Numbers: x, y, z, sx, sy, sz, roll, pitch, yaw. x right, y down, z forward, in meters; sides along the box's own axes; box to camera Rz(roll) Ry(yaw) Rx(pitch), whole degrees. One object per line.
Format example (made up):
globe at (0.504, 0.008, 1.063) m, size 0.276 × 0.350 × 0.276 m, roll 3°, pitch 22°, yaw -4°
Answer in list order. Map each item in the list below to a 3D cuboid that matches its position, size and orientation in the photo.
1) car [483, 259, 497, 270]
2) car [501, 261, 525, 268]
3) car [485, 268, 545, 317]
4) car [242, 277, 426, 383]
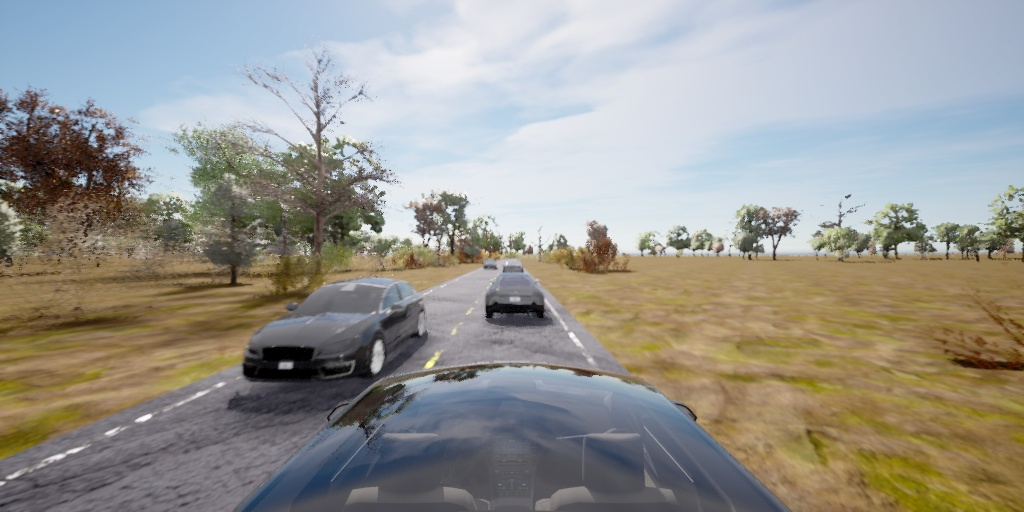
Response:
car at (-3.072, 1.178, 50.531) m, size 1.812 × 1.442 × 4.674 m, roll 0°, pitch 0°, yaw 0°
car at (0.097, 1.181, 32.047) m, size 2.128 × 1.511 × 4.902 m, roll 0°, pitch 0°, yaw 0°
car at (0.094, 1.292, 13.033) m, size 1.994 × 1.385 × 4.181 m, roll 0°, pitch 0°, yaw 0°
car at (-3.100, 1.243, 7.342) m, size 1.837 × 1.490 × 4.892 m, roll 0°, pitch 0°, yaw 0°
